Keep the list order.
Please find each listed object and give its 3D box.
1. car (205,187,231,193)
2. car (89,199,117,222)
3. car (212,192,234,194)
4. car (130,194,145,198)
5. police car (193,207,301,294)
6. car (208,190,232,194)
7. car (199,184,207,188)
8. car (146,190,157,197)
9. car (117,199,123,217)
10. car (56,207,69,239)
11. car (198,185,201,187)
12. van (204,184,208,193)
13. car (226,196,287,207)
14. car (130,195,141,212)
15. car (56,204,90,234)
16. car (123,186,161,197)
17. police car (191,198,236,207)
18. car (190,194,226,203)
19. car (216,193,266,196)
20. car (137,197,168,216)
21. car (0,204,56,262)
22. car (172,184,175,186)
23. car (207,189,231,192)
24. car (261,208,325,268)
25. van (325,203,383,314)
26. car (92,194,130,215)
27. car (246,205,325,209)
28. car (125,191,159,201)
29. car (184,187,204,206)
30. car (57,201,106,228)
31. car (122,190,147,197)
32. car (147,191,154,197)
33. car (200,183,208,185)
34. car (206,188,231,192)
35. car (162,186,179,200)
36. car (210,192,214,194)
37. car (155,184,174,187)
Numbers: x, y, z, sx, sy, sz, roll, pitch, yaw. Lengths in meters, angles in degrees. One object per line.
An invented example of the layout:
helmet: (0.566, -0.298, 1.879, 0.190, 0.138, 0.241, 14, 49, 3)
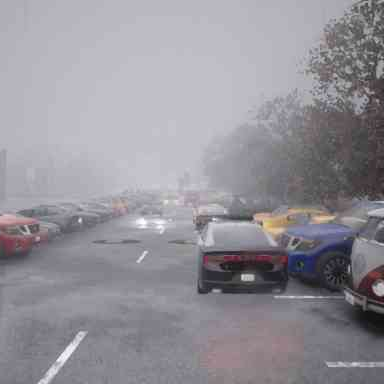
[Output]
car: (5.161, 0.407, 58.797, 4.674, 1.452, 2.002, 0, 3, 0)
car: (-8.001, 1.445, 22.417, 5.008, 1.535, 2.097, 0, 1, 0)
car: (5.114, 1.142, 39.290, 5.008, 1.535, 2.097, 0, 2, 0)
car: (-7.996, 1.247, 36.349, 4.792, 1.488, 2.163, 0, 1, 0)
police car: (1.068, 1.427, 8.923, 1.930, 1.638, 5.238, 0, 0, 0)
car: (5.321, 0.872, 47.522, 5.366, 1.575, 1.946, 0, 2, 0)
car: (4.927, -0.525, 88.556, 5.008, 1.535, 2.097, 0, 3, 0)
car: (-7.950, 0.878, 47.491, 4.892, 1.521, 2.231, 0, 2, 0)
car: (-7.986, 1.457, 25.207, 4.674, 1.452, 2.002, 0, 0, 0)
car: (-8.014, 1.522, 14.055, 4.674, 1.452, 2.002, 0, 0, 0)
car: (0.120, 0.245, 58.685, 2.097, 1.767, 4.553, 0, 3, 0)
van: (5.037, 0.011, 61.455, 4.442, 1.987, 1.878, -1, 3, 0)
car: (4.911, 1.374, 28.140, 5.366, 1.575, 1.946, 0, 1, 0)
car: (-7.943, 1.310, 33.562, 4.792, 1.488, 2.163, 0, 1, 0)
car: (-8.035, 1.507, 16.841, 4.792, 1.488, 2.163, 0, 0, 0)
car: (-7.910, 0.514, 50.268, 5.566, 2.045, 2.435, 0, 2, 0)
police car: (1.088, 1.414, 18.921, 1.930, 1.638, 5.238, 0, 0, 0)
car: (1.099, 1.291, 24.777, 2.097, 1.767, 4.553, 0, 1, 0)
car: (5.107, 1.218, 36.373, 4.892, 1.521, 2.231, 0, 2, 0)
car: (-3.538, 1.458, 30.604, 1.895, 1.301, 4.718, 0, 1, 0)
car: (-7.989, 1.230, 11.272, 5.566, 2.045, 2.435, 0, 0, 0)
car: (-8.136, -0.834, 93.987, 5.008, 1.535, 2.097, 0, 3, 0)
car: (5.327, 0.760, 50.315, 5.366, 1.575, 1.946, 0, 2, 0)
car: (5.248, 1.479, 11.285, 5.366, 1.575, 1.946, 0, 0, 0)
van: (4.935, 1.255, 5.716, 4.442, 1.987, 1.878, 0, 0, 0)
car: (-7.952, 1.255, 27.992, 4.553, 1.767, 2.185, 0, 1, 0)
car: (5.063, 1.482, 14.194, 5.008, 1.535, 2.097, 0, 0, 0)
car: (-7.938, 0.644, 53.070, 5.008, 1.535, 2.097, 0, 2, 0)
car: (0.104, 0.706, 45.001, 2.150, 2.045, 5.566, 0, 2, 1)
car: (-8.006, 1.465, 19.628, 5.008, 1.535, 2.097, 0, 0, 0)
car: (-7.992, 1.021, 39.131, 4.553, 1.767, 2.185, 0, 2, 0)
car: (-7.979, 1.008, 44.715, 4.792, 1.488, 2.163, 0, 2, 0)
car: (4.967, -0.808, 91.316, 4.553, 1.767, 2.185, 0, 3, 0)
car: (5.156, 0.545, 56.016, 4.674, 1.452, 2.002, 0, 3, 0)
car: (-3.394, 0.346, 56.624, 2.097, 1.767, 4.553, 0, 3, 0)
car: (5.120, 1.061, 42.079, 5.008, 1.535, 2.097, 0, 2, 0)
car: (-8.173, -0.646, 91.217, 4.792, 1.488, 2.163, 0, 3, 0)
